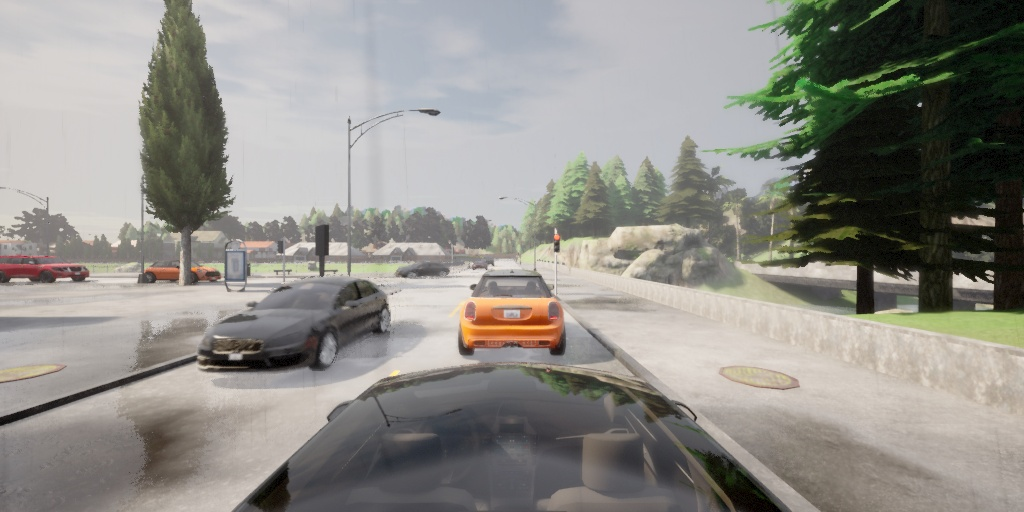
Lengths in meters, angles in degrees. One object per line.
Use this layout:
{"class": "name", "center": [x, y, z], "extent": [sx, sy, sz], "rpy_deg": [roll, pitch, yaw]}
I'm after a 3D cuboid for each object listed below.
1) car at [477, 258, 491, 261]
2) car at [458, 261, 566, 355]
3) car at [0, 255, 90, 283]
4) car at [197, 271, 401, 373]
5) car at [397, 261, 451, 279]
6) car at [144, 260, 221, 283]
{"class": "car", "center": [-4.535, 1.313, 51.224], "extent": [1.994, 1.385, 4.181], "rpy_deg": [0, 0, 0]}
{"class": "car", "center": [-0.001, 1.102, 8.818], "extent": [2.097, 1.767, 4.553], "rpy_deg": [0, 0, 0]}
{"class": "car", "center": [-35.389, 0.972, 26.901], "extent": [5.566, 2.045, 2.150], "rpy_deg": [0, 0, 0]}
{"class": "car", "center": [-4.152, 1.255, 7.785], "extent": [1.837, 1.490, 4.892], "rpy_deg": [0, 0, -1]}
{"class": "car", "center": [-7.921, 1.256, 32.280], "extent": [4.892, 1.490, 1.837], "rpy_deg": [0, 4, -39]}
{"class": "car", "center": [-24.709, 1.102, 27.003], "extent": [4.553, 1.767, 2.097], "rpy_deg": [0, 0, -1]}
